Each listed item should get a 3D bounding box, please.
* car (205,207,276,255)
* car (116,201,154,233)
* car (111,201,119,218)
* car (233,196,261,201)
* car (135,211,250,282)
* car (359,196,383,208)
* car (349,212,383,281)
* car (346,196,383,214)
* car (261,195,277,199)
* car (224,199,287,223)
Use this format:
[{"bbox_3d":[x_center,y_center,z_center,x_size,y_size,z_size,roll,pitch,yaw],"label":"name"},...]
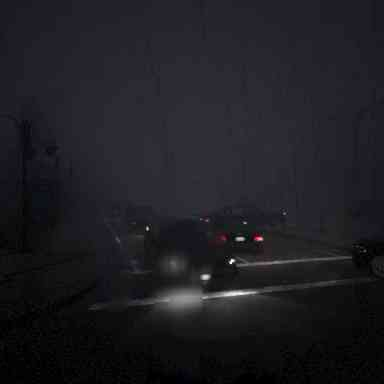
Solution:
[{"bbox_3d":[1.368,1.539,13.066,2.033,1.411,5.357,0,0,-4],"label":"car"},{"bbox_3d":[-3.121,1.529,19.963,2.033,1.411,5.357,0,0,-17],"label":"car"},{"bbox_3d":[-6.301,1.516,30.108,2.033,1.411,5.357,0,0,-17],"label":"car"},{"bbox_3d":[7.287,1.287,46.197,2.007,1.523,4.514,0,0,-17],"label":"car"},{"bbox_3d":[-0.369,1.543,10.134,2.033,1.411,5.357,0,0,-15],"label":"car"},{"bbox_3d":[23.838,1.273,43.259,1.845,1.501,3.633,0,0,-17],"label":"car"},{"bbox_3d":[6.667,1.475,8.120,5.008,1.535,1.882,0,0,38],"label":"car"},{"bbox_3d":[15.557,1.356,29.256,1.970,1.475,3.806,0,0,-17],"label":"car"},{"bbox_3d":[10.273,1.277,47.159,2.152,1.636,5.027,0,0,-17],"label":"car"},{"bbox_3d":[2.881,1.467,19.758,5.357,1.411,2.033,-3,1,-19],"label":"car"}]
